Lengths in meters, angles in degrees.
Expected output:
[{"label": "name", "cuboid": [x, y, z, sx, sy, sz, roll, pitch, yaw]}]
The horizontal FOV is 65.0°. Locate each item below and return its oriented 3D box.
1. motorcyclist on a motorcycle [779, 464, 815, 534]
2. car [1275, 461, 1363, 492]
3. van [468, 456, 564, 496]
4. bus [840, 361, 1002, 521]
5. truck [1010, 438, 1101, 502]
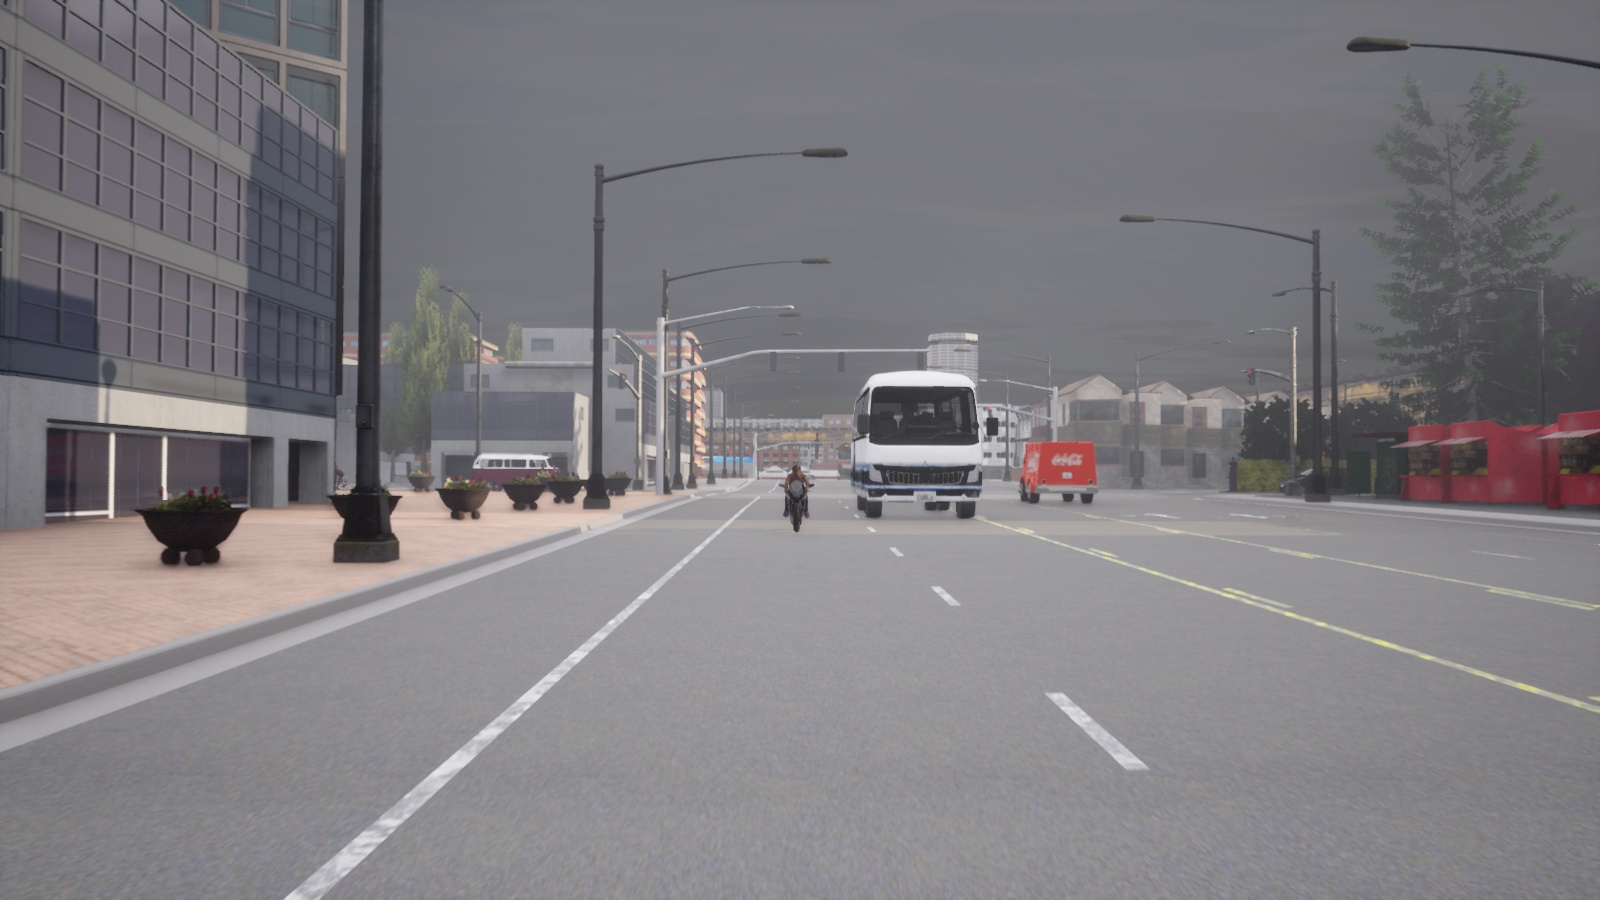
[{"label": "motorcyclist on a motorcycle", "cuboid": [-0.069, 1.082, 28.497, 0.797, 1.523, 2.044, 0, -1, 0]}, {"label": "car", "cuboid": [28.135, 1.431, 68.147, 3.988, 1.617, 1.851, 0, -1, 0]}, {"label": "van", "cuboid": [-14.612, 1.348, 64.884, 4.480, 2.038, 2.069, 0, -1, 0]}, {"label": "bus", "cuboid": [3.401, -0.191, 38.725, 3.944, 4.253, 10.273, 0, -1, 0]}, {"label": "truck", "cuboid": [10.377, 0.822, 51.375, 2.627, 2.467, 5.204, 0, -1, 0]}]
